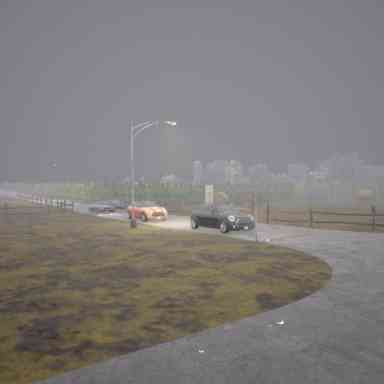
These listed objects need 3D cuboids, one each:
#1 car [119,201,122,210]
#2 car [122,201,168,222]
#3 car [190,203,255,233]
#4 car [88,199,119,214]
[{"bbox_3d":[-10.740,1.669,44.048,2.033,1.411,5.357,-1,1,-35],"label":"car"},{"bbox_3d":[-4.036,1.573,29.434,2.097,1.767,4.553,-1,1,-35],"label":"car"},{"bbox_3d":[1.841,1.520,21.104,2.097,1.767,4.553,-1,0,-35],"label":"car"},{"bbox_3d":[-10.547,1.767,38.679,1.994,1.385,4.181,-1,1,-35],"label":"car"}]
